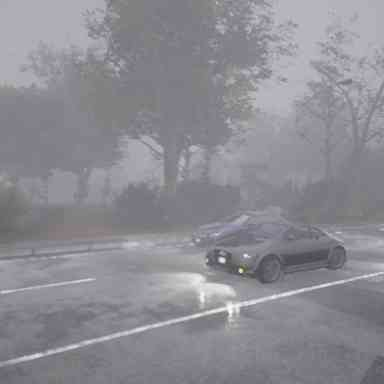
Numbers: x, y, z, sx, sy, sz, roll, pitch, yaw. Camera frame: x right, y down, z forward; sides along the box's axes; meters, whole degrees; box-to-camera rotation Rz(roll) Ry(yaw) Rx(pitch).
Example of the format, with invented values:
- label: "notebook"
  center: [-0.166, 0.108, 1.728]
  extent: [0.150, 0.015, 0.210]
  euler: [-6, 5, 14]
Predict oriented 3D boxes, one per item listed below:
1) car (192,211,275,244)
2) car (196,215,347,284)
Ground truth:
- label: "car"
  center: [2.239, 1.536, 13.502]
  extent: [4.674, 1.442, 1.812]
  euler: [0, 0, -30]
- label: "car"
  center: [2.474, 1.563, 9.547]
  extent: [4.181, 1.385, 1.994]
  euler: [0, 0, -31]
